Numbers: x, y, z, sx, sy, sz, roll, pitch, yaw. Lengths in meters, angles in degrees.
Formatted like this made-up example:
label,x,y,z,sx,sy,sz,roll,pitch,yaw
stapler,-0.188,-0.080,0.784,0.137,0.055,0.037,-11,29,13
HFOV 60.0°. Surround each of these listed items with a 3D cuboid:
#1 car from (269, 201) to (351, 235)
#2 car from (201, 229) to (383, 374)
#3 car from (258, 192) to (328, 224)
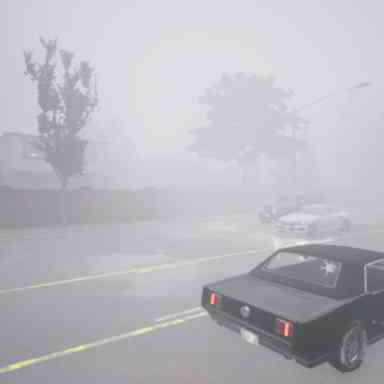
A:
label,x,y,z,sx,sy,sz,roll,pitch,yaw
car,6.379,1.384,17.136,4.674,1.442,1.812,-1,0,-35
car,2.548,1.552,5.562,4.718,1.301,1.895,-1,0,-36
car,6.790,1.052,21.728,5.566,2.045,2.150,-1,0,-35
